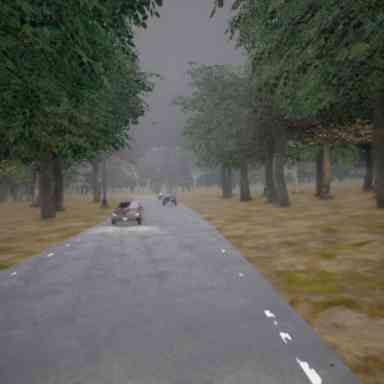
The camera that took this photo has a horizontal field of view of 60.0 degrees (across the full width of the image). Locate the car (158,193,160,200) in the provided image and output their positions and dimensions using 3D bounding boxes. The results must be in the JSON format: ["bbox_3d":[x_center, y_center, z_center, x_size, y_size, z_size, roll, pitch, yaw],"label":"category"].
[{"bbox_3d":[-5.531,0.847,63.320,1.812,1.442,4.674,-1,1,-8],"label":"car"}]

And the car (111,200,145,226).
[{"bbox_3d":[-4.117,1.303,21.958,1.812,1.442,4.674,-1,1,-4],"label":"car"}]

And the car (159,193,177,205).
[{"bbox_3d":[-3.155,0.989,45.889,1.837,1.490,4.892,-1,0,-7],"label":"car"}]
